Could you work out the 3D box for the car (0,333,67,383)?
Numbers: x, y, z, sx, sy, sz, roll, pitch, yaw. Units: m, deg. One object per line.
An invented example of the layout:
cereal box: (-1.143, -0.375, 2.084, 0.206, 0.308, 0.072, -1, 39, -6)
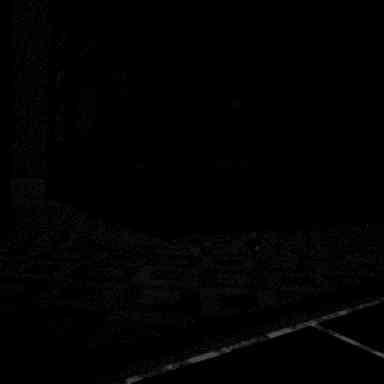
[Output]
car: (-2.683, 1.405, 0.988, 4.507, 1.381, 1.887, 1, 3, -33)
